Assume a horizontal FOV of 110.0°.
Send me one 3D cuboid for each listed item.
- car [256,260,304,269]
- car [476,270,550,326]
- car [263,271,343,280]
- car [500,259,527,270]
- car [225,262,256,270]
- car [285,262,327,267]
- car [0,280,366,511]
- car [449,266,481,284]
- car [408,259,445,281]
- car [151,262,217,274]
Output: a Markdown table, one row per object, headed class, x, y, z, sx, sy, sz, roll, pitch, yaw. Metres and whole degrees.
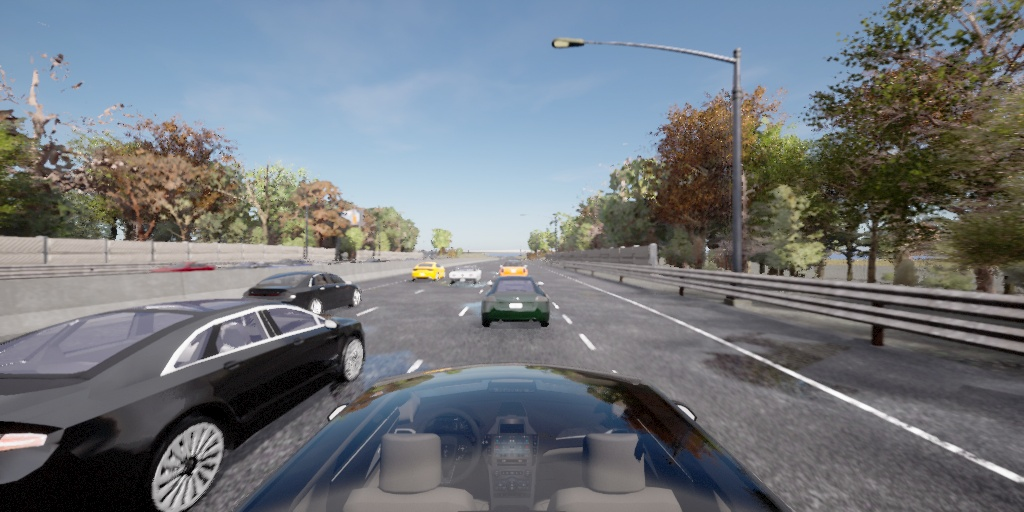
| class | x | y | z | sx | sy | sz | roll | pitch | yaw |
| --- | --- | --- | --- | --- | --- | --- | --- | --- | --- |
| car | -21.072 | 1.132 | 33.527 | 2.097 | 1.767 | 4.553 | 0 | 0 | 0 |
| car | 0.104 | 1.319 | 11.734 | 1.994 | 1.385 | 4.181 | 0 | 0 | 0 |
| car | -6.893 | 1.261 | 12.335 | 1.837 | 1.490 | 4.892 | 0 | 0 | 0 |
| car | 0.115 | 1.123 | 28.073 | 2.097 | 1.767 | 4.553 | 0 | 0 | 0 |
| car | -24.570 | 1.273 | 33.712 | 2.128 | 1.511 | 4.902 | 0 | 0 | 0 |
| car | -17.577 | 1.379 | 31.958 | 1.895 | 1.301 | 4.718 | 0 | 0 | 0 |
| car | -3.398 | 1.243 | 4.192 | 2.128 | 1.511 | 4.902 | 0 | 0 | 0 |
| car | -3.383 | 1.371 | 26.870 | 1.895 | 1.301 | 4.718 | 0 | 0 | 0 |
| car | -6.881 | 1.252 | 29.975 | 1.882 | 1.535 | 5.008 | 0 | 0 | 0 |
| car | -28.074 | 1.255 | 30.835 | 1.882 | 1.535 | 5.008 | 0 | 0 | 0 |
